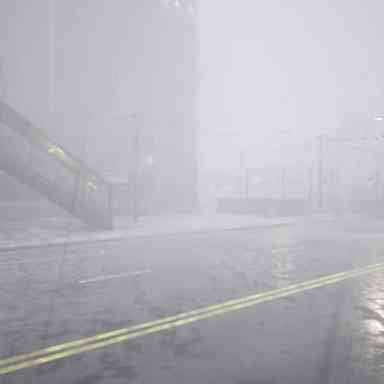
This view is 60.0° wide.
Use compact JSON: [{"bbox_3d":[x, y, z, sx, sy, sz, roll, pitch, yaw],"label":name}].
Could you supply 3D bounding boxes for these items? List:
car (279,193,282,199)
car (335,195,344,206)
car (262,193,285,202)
[{"bbox_3d":[21.866,1.378,77.203,4.786,1.482,2.161,0,0,-36],"label":"car"},{"bbox_3d":[20.761,1.239,49.997,4.553,1.767,2.185,0,0,-36],"label":"car"},{"bbox_3d":[19.668,1.209,79.926,5.566,2.045,2.435,0,0,-36],"label":"car"}]
